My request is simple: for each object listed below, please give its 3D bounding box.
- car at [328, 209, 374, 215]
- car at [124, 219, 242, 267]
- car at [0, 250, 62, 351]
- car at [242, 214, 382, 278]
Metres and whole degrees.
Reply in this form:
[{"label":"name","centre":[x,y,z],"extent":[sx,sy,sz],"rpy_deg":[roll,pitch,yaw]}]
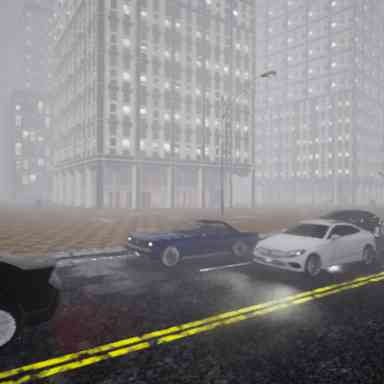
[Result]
[{"label":"car","centre":[8.041,1.666,17.351],"extent":[4.892,1.490,1.837],"rpy_deg":[1,-1,-35]},{"label":"car","centre":[0.098,1.656,11.719],"extent":[4.718,1.301,1.895],"rpy_deg":[1,0,-35]},{"label":"car","centre":[-4.449,1.453,4.523],"extent":[5.008,1.535,1.882],"rpy_deg":[1,-1,-35]},{"label":"car","centre":[4.018,1.614,10.514],"extent":[4.674,1.442,1.812],"rpy_deg":[1,0,-35]}]
